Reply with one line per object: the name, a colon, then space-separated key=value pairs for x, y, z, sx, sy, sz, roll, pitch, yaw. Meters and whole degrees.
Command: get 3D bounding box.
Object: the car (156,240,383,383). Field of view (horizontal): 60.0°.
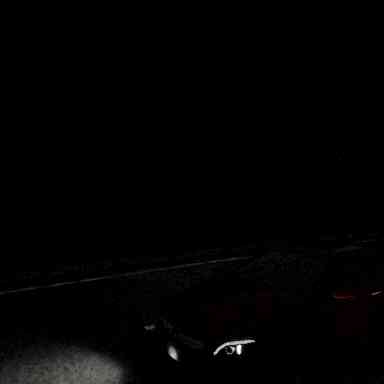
car: x=1.737 y=1.513 z=4.981 sx=4.674 sy=1.442 sz=1.812 roll=0 pitch=0 yaw=-33
